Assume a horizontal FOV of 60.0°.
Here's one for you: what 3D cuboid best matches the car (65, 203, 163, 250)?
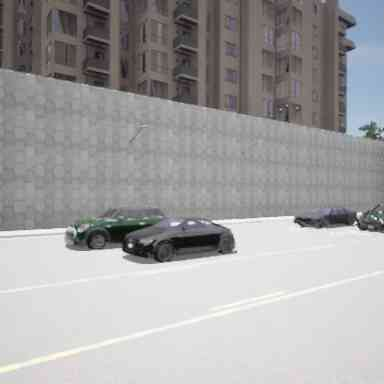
[{"bbox_3d":[-3.104,1.391,14.593,4.553,1.767,2.097,0,0,-35],"label":"car"}]

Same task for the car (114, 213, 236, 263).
[{"bbox_3d":[-0.403,1.609,12.205,4.181,1.385,1.994,0,0,-35],"label":"car"}]

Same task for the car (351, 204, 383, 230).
[{"bbox_3d":[12.452,1.511,20.988,4.553,1.767,2.097,0,0,-34],"label":"car"}]

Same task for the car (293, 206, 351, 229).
[{"bbox_3d":[9.449,1.698,23.181,5.357,1.411,2.033,1,0,-34],"label":"car"}]
